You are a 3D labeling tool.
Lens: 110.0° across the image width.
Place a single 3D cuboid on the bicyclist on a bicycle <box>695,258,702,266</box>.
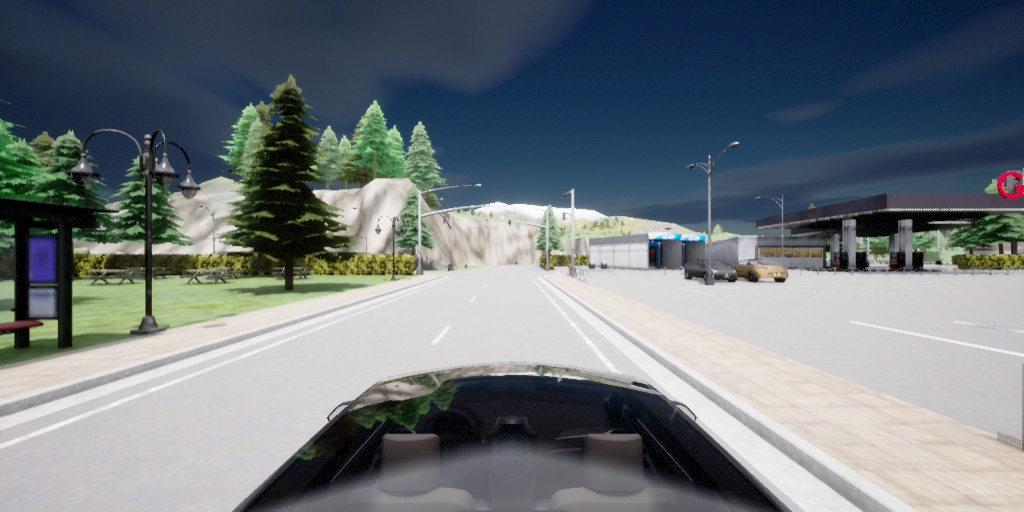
[{"bbox_3d":[18.298,1.025,34.988,0.582,1.620,1.656,0,0,1],"label":"bicyclist on a bicycle"}]
